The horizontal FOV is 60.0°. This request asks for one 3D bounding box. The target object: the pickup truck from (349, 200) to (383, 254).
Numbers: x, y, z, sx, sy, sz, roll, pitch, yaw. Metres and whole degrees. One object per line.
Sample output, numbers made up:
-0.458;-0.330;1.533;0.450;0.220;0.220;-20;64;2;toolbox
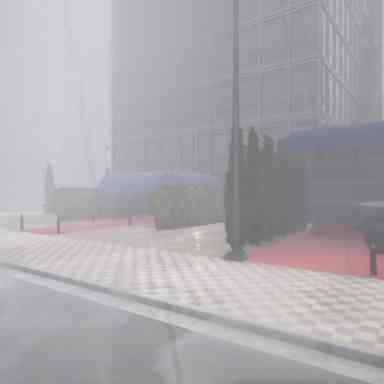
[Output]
8.064;1.056;9.935;2.390;2.098;6.274;0;0;-24;pickup truck
